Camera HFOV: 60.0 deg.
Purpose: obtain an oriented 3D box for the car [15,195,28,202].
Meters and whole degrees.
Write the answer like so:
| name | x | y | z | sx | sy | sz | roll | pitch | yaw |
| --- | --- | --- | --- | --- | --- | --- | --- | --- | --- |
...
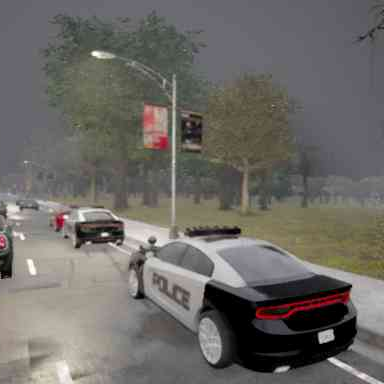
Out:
| name | x | y | z | sx | sy | sz | roll | pitch | yaw |
| --- | --- | --- | --- | --- | --- | --- | --- | --- | --- |
| car | -25.685 | 1.227 | 50.615 | 2.097 | 1.767 | 4.553 | 1 | 0 | -30 |

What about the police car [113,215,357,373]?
| name | x | y | z | sx | sy | sz | roll | pitch | yaw |
| --- | --- | --- | --- | --- | --- | --- | --- | --- | --- |
| police car | 0.297 | 1.442 | 6.093 | 1.930 | 1.638 | 5.238 | 1 | 0 | -29 |

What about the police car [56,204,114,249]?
| name | x | y | z | sx | sy | sz | roll | pitch | yaw |
| --- | --- | --- | --- | --- | --- | --- | --- | --- | --- |
| police car | -4.551 | 1.405 | 14.853 | 1.930 | 1.638 | 5.238 | 1 | 0 | -29 |

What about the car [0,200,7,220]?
| name | x | y | z | sx | sy | sz | roll | pitch | yaw |
| --- | --- | --- | --- | --- | --- | --- | --- | --- | --- |
| car | -16.094 | 1.408 | 27.100 | 1.812 | 1.442 | 4.674 | 1 | 0 | -29 |

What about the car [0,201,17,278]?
| name | x | y | z | sx | sy | sz | roll | pitch | yaw |
| --- | --- | --- | --- | --- | --- | --- | --- | --- | --- |
| car | -6.347 | 1.296 | 9.578 | 2.097 | 1.767 | 4.553 | 1 | 0 | -29 |

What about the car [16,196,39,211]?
| name | x | y | z | sx | sy | sz | roll | pitch | yaw |
| --- | --- | --- | --- | --- | --- | --- | --- | --- | --- |
| car | -19.206 | 1.456 | 39.161 | 1.994 | 1.385 | 4.181 | 1 | 0 | -29 |

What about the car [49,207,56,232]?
| name | x | y | z | sx | sy | sz | roll | pitch | yaw |
| --- | --- | --- | --- | --- | --- | --- | --- | --- | --- |
| car | -7.416 | 1.438 | 20.009 | 1.882 | 1.535 | 5.008 | 1 | 0 | -29 |
